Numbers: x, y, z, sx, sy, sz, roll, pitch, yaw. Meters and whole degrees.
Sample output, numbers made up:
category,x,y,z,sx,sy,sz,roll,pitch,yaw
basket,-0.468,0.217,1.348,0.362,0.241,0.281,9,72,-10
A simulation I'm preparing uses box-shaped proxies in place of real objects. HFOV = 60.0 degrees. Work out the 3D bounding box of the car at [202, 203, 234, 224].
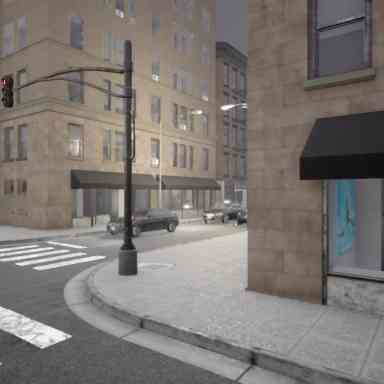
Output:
category,x,y,z,sx,sy,sz,roll,pitch,yaw
car,2.681,1.640,26.311,2.128,1.511,4.902,0,0,35

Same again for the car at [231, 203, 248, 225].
category,x,y,z,sx,sy,sz,roll,pitch,yaw
car,4.989,1.713,24.530,1.994,1.385,4.181,0,0,36

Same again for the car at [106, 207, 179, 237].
category,x,y,z,sx,sy,sz,roll,pitch,yaw
car,-2.626,1.620,18.841,1.812,1.442,4.674,0,0,37
